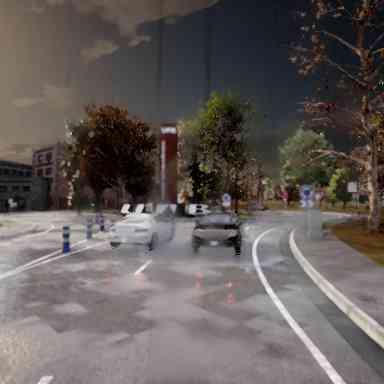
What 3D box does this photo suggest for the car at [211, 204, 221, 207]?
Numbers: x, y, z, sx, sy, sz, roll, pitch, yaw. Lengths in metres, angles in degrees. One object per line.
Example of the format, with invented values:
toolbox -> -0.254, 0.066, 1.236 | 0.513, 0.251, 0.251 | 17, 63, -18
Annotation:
car -> 5.409, 3.286, 69.741 | 4.181, 1.385, 1.994 | -1, -2, 24

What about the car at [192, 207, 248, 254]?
car -> 1.219, 1.606, 14.077 | 2.128, 1.511, 4.902 | -1, -1, 11

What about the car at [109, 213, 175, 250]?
car -> -2.133, 1.656, 14.993 | 1.812, 1.442, 4.674 | 0, -1, 12

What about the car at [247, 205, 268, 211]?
car -> 12.983, 3.208, 68.309 | 5.357, 1.411, 2.033 | -2, -2, 45
